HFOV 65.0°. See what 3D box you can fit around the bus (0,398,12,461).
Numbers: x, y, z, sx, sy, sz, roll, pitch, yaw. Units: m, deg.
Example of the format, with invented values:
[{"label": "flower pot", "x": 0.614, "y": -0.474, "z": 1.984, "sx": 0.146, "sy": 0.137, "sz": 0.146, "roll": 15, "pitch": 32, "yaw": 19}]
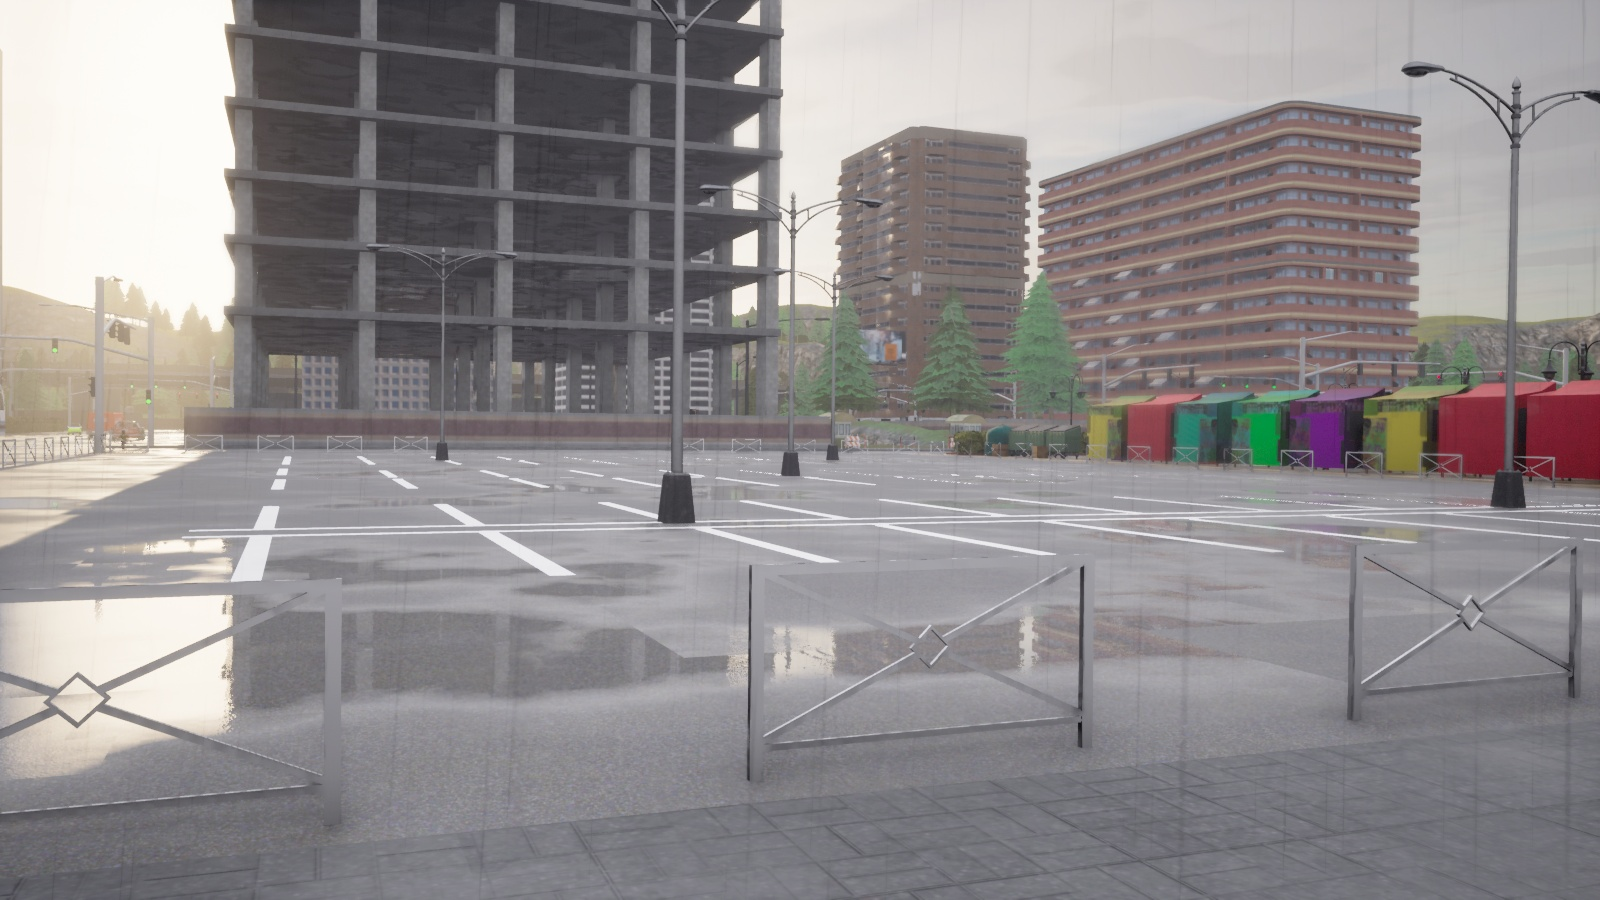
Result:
[{"label": "bus", "x": -54.720, "y": -1.317, "z": 81.763, "sx": 3.944, "sy": 4.253, "sz": 10.273, "roll": -1, "pitch": 1, "yaw": -22}]
